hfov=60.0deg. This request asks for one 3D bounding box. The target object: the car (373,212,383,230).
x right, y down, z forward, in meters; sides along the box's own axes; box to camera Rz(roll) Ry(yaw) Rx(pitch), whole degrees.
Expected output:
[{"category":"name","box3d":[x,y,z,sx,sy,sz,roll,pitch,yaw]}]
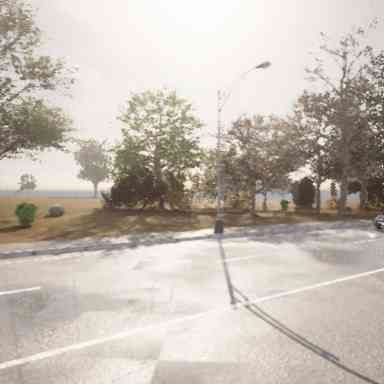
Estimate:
[{"category":"car","box3d":[13.256,1.627,20.470,4.892,1.490,1.837,0,0,-29]}]
